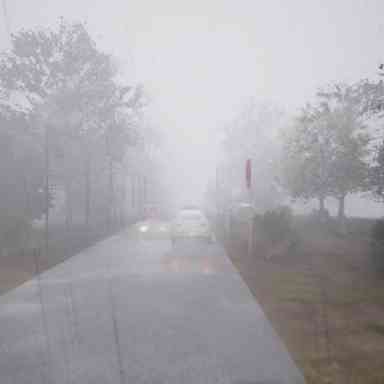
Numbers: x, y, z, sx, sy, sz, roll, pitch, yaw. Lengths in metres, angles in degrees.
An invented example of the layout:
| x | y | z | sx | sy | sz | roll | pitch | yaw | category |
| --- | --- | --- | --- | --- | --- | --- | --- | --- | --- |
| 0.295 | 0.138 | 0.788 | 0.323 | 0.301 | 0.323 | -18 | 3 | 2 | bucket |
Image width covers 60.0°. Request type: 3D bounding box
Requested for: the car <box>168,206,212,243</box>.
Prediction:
| x | y | z | sx | sy | sz | roll | pitch | yaw | category |
| --- | --- | --- | --- | --- | --- | --- | --- | --- | --- |
| -0.033 | 1.620 | 16.610 | 1.812 | 1.442 | 4.674 | 0 | -1 | 0 | car |

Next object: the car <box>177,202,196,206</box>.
| x | y | z | sx | sy | sz | roll | pitch | yaw | category |
| --- | --- | --- | --- | --- | --- | --- | --- | --- | --- |
| -0.201 | 1.905 | 34.097 | 1.994 | 1.385 | 4.181 | 0 | -1 | 0 | car |

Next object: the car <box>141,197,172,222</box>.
| x | y | z | sx | sy | sz | roll | pitch | yaw | category |
| --- | --- | --- | --- | --- | --- | --- | --- | --- | --- |
| -3.158 | 1.477 | 29.299 | 2.150 | 2.045 | 5.566 | 0 | -1 | -1 | car |

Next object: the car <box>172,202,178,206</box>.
| x | y | z | sx | sy | sz | roll | pitch | yaw | category |
| --- | --- | --- | --- | --- | --- | --- | --- | --- | --- |
| -3.238 | 2.844 | 69.719 | 2.033 | 1.411 | 5.357 | 0 | -2 | 0 | car |
